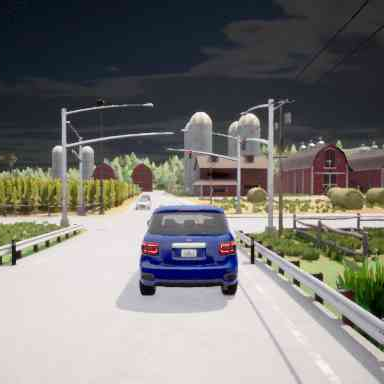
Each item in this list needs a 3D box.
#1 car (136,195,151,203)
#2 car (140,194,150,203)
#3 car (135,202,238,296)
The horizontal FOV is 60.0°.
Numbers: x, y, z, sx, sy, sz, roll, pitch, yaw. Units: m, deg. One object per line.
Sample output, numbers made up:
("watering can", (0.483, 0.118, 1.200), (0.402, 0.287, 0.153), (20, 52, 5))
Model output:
("car", (-6.407, 1.531, 43.820), (1.812, 1.442, 4.674), (0, 1, -7))
("car", (-8.941, 1.219, 64.048), (1.812, 1.442, 4.674), (0, 1, -7))
("car", (-0.110, 1.370, 9.166), (2.150, 2.045, 5.566), (0, -2, -1))
